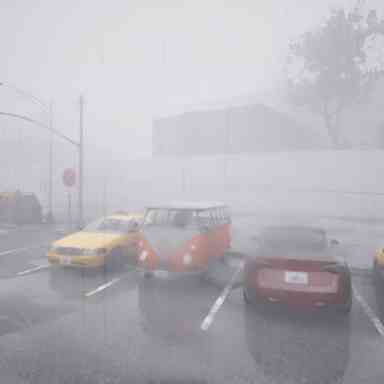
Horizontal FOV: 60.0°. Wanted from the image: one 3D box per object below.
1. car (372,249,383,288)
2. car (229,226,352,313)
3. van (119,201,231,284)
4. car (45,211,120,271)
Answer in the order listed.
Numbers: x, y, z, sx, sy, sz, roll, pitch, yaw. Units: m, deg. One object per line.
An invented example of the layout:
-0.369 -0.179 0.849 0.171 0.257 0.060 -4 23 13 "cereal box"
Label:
4.847 1.493 6.234 1.946 1.575 5.366 0 -1 16 "car"
2.382 1.509 7.826 2.163 1.488 4.792 0 -1 16 "car"
-0.069 1.236 9.428 1.878 1.987 4.442 1 0 16 "van"
-2.510 1.443 11.103 1.946 1.575 5.366 1 0 16 "car"
